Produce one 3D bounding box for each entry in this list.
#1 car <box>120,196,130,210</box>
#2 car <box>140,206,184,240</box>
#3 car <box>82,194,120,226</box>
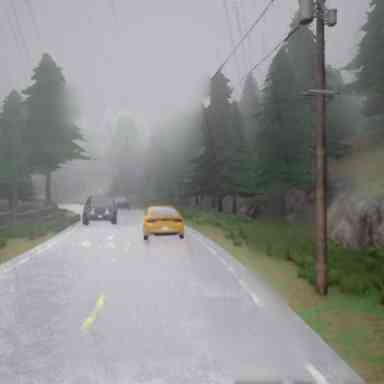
[{"bbox_3d":[-9.187,1.307,41.112,2.097,1.767,4.553,0,0,-25],"label":"car"},{"bbox_3d":[-1.605,1.450,17.113,1.882,1.535,5.008,0,0,-10],"label":"car"},{"bbox_3d":[-6.494,1.202,23.691,2.150,2.045,5.566,0,0,-15],"label":"car"}]
